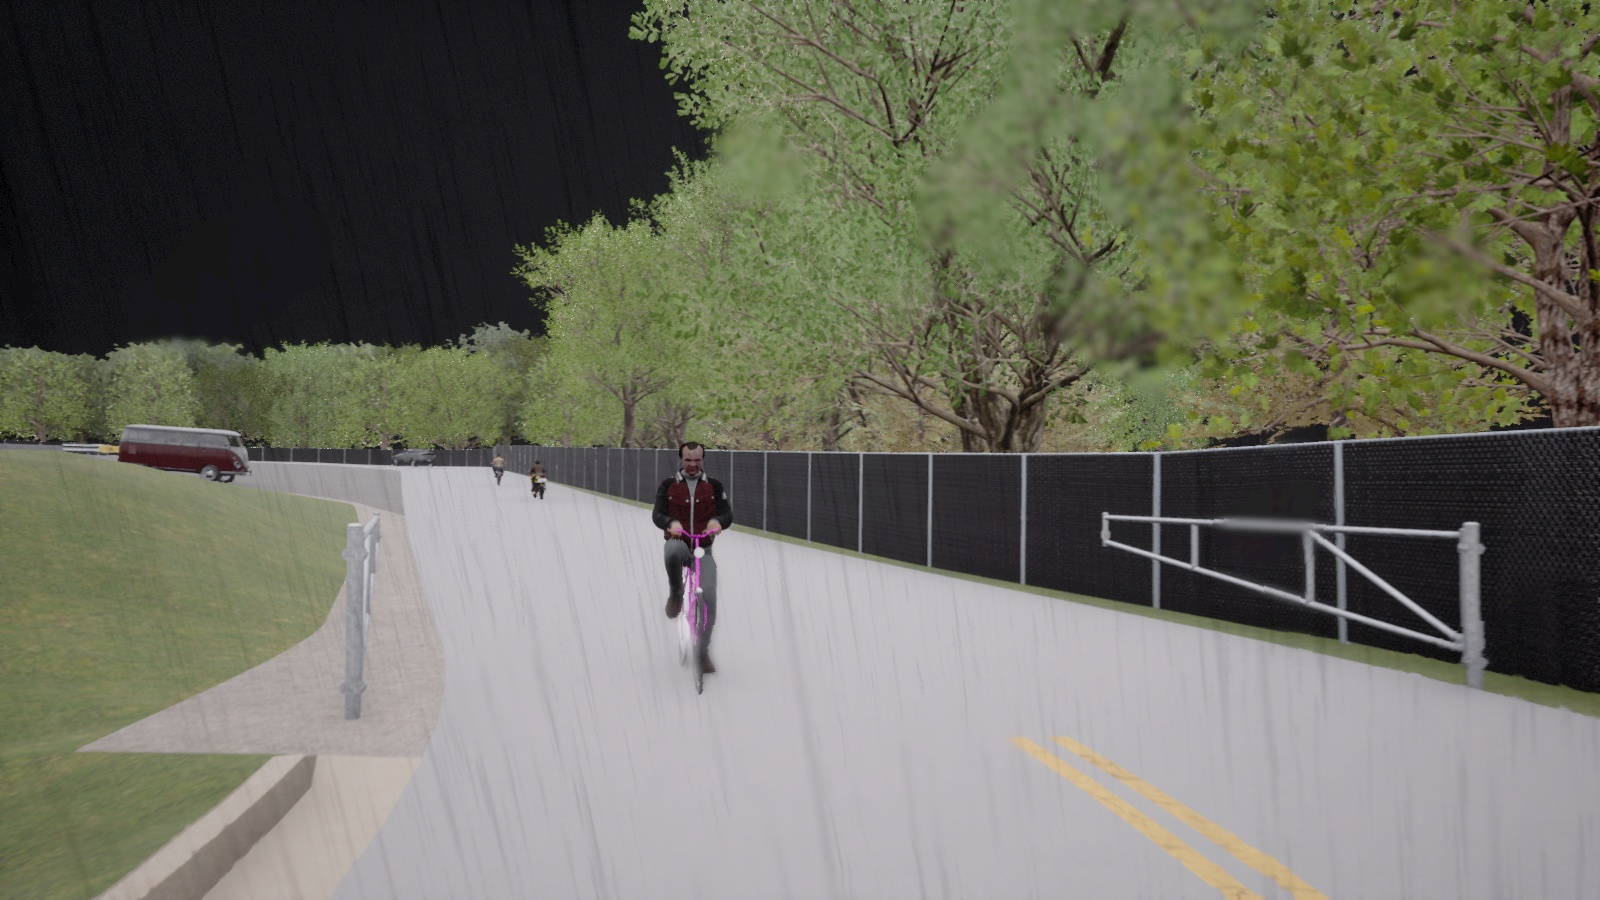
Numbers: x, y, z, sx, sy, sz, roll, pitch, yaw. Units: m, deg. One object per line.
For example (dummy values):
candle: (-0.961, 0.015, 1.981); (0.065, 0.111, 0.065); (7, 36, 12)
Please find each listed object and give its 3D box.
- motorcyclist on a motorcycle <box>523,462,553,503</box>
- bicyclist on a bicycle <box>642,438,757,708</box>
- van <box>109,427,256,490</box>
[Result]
motorcyclist on a motorcycle: (-10.189, 1.231, 48.770); (0.797, 1.523, 2.044); (0, 0, -22)
bicyclist on a bicycle: (-0.777, 0.824, 9.232); (0.659, 1.776, 1.843); (0, -1, -10)
van: (-22.828, 0.342, 46.551); (4.442, 1.987, 1.775); (4, -2, -3)
